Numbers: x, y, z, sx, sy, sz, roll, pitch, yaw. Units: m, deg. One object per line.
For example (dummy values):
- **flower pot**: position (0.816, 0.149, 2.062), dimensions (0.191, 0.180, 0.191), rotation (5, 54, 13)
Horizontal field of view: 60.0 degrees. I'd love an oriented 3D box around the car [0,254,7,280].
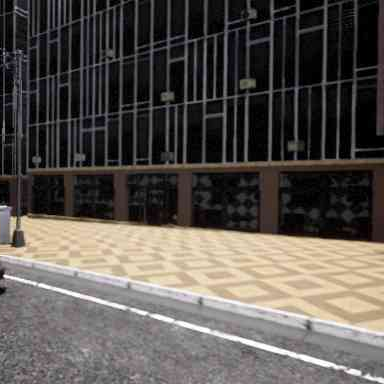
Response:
- **car**: position (-6.720, 1.535, 8.104), dimensions (5.357, 1.411, 2.033), rotation (0, 0, 33)
